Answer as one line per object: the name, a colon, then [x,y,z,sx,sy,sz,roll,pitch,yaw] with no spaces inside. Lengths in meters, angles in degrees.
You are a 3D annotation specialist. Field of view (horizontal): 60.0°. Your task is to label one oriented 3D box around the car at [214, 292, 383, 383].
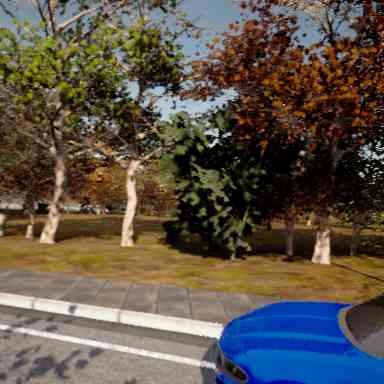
car: [2.676,1.598,2.975,5.008,1.535,1.882,0,-2,21]
